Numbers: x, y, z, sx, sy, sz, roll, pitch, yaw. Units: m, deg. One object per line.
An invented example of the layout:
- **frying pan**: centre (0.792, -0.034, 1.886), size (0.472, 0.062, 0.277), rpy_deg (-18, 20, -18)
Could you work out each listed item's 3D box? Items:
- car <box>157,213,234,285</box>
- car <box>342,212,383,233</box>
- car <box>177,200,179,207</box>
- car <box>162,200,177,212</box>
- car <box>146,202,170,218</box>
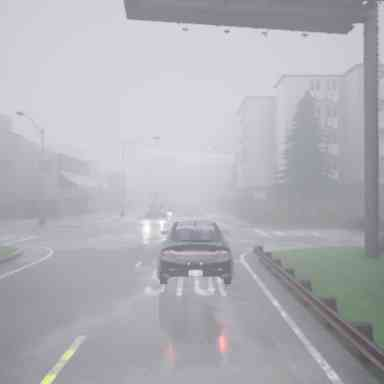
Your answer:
- **car**: centre (0.087, 1.597, 9.768), size (2.128, 1.511, 4.902), rpy_deg (0, 0, 0)
- **car**: centre (12.573, 2.011, 22.128), size (4.718, 1.301, 1.895), rpy_deg (0, -1, -7)
- **car**: centre (-3.495, 2.236, 65.363), size (2.033, 1.411, 5.357), rpy_deg (0, -1, 0)
- **car**: centre (-3.587, 1.981, 46.556), size (2.128, 1.511, 4.902), rpy_deg (0, -1, 0)
- **car**: centre (-3.595, 1.961, 34.191), size (1.895, 1.301, 4.718), rpy_deg (0, -1, 0)
